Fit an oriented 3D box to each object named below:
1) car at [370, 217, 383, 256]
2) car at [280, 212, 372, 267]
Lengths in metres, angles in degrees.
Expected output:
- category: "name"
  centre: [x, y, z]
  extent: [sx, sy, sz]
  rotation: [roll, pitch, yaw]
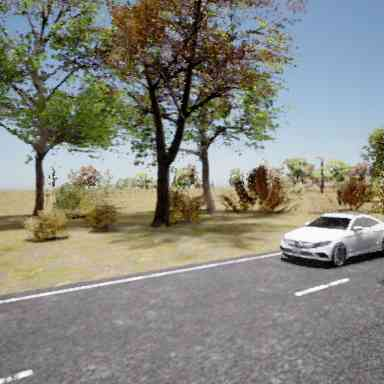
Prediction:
- category: "car"
  centre: [6.852, 1.398, 8.521]
  extent: [5.008, 1.535, 1.882]
  rotation: [-1, 0, -35]
- category: "car"
  centre: [5.012, 1.445, 11.215]
  extent: [4.674, 1.442, 1.812]
  rotation: [-1, 0, -35]
